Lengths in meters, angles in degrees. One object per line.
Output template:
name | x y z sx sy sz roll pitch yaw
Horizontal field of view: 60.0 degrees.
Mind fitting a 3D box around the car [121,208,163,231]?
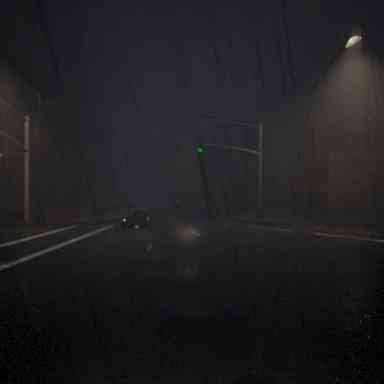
car | -3.099 1.705 21.453 1.895 1.301 4.718 0 0 3

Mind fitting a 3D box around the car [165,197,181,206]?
car | -2.607 1.356 46.808 2.097 1.767 4.553 0 0 1
